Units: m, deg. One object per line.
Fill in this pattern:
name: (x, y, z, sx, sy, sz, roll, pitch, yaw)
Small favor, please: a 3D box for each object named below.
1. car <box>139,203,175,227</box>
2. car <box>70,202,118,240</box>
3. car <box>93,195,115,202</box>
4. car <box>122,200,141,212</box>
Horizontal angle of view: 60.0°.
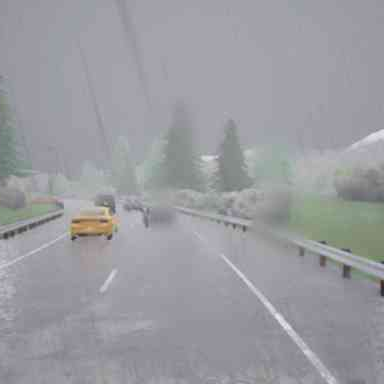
car: (-2.435, 1.650, 23.077, 1.895, 1.301, 4.718, 0, 0, -11)
car: (-4.978, 1.522, 17.393, 1.882, 1.535, 5.008, 0, 0, -8)
car: (-9.836, 1.314, 37.285, 2.150, 2.045, 5.566, 0, 0, -18)
car: (-7.189, 1.640, 40.204, 2.033, 1.411, 5.357, 0, 0, -20)
